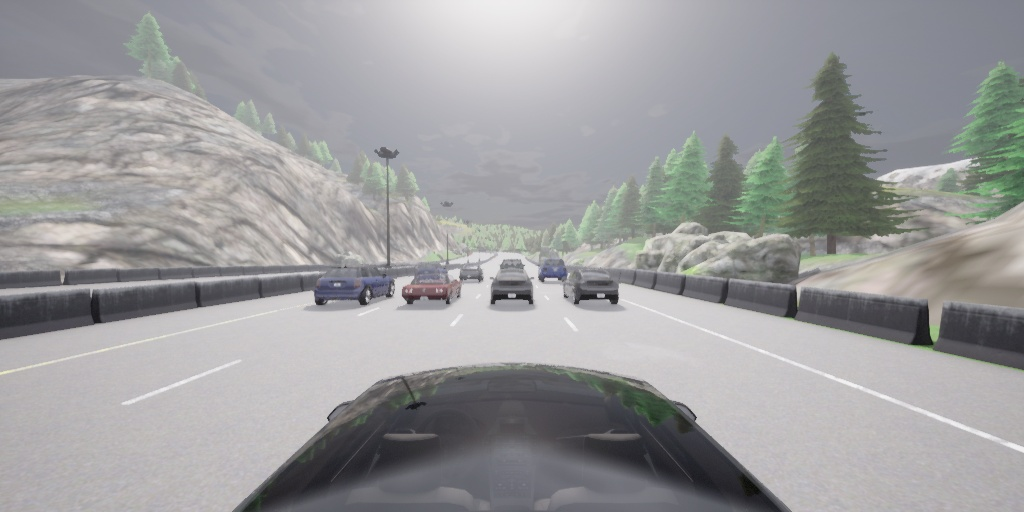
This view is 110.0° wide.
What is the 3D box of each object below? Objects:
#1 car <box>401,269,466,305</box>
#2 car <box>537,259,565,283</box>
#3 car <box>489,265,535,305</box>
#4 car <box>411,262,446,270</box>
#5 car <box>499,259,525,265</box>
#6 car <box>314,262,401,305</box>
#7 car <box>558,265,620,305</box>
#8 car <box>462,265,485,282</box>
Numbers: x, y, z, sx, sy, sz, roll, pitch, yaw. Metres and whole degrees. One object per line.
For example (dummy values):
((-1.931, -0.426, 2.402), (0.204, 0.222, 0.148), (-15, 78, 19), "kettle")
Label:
((-3.500, 1.448, 16.554), (1.895, 1.301, 4.718), (0, -1, 0), "car")
((3.500, 1.262, 31.573), (2.150, 2.045, 5.566), (0, -1, 0), "car")
((0.000, 1.348, 16.524), (1.837, 1.490, 4.892), (0, -1, 0), "car")
((-7.000, 1.369, 31.515), (2.097, 1.767, 4.553), (0, -1, 0), "car")
((0.000, 1.262, 31.573), (2.150, 2.045, 5.566), (0, -1, 0), "car")
((-7.000, 1.197, 16.495), (2.097, 1.767, 4.553), (0, -1, 0), "car")
((3.500, 1.348, 16.524), (1.837, 1.490, 4.892), (0, -1, 0), "car")
((-3.500, 1.498, 31.543), (2.128, 1.511, 4.902), (0, -1, 0), "car")
